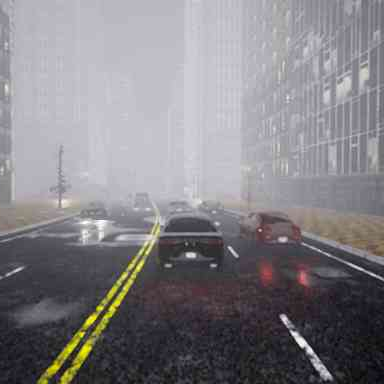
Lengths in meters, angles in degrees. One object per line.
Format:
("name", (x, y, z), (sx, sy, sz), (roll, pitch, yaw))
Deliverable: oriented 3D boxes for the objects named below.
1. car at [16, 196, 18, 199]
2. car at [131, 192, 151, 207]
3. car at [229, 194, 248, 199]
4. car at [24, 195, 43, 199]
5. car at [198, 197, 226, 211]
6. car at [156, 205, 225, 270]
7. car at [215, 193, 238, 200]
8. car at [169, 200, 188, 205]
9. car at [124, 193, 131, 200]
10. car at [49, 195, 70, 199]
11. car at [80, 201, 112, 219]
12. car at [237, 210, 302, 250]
("car", (-41.843, 0.973, 75.428), (4.313, 1.339, 1.947), (0, 1, -6))
("car", (-6.835, 1.003, 45.835), (2.150, 2.045, 5.566), (0, 0, -7))
("car", (12.565, 1.173, 90.265), (4.829, 1.417, 1.752), (0, 1, -7))
("car", (-36.190, 1.033, 76.014), (4.206, 1.307, 1.802), (0, 1, -6))
("car", (1.715, 1.450, 31.654), (1.895, 1.301, 4.718), (0, 0, -6))
("car", (-0.075, 1.430, 10.910), (1.882, 1.535, 5.008), (0, 1, -1))
("car", (8.111, 1.100, 81.304), (5.009, 1.841, 2.192), (0, 1, -7))
("car", (-1.189, 1.416, 28.209), (2.033, 1.411, 5.357), (0, 0, -6))
("car", (-13.241, 0.926, 69.752), (1.882, 1.535, 5.008), (0, 0, -8))
("car", (-30.539, 1.061, 76.640), (4.313, 1.339, 1.947), (0, 1, -7))
("car", (-7.776, 1.440, 27.222), (1.994, 1.385, 4.181), (0, 0, -6))
("car", (3.087, 1.466, 13.859), (1.812, 1.442, 4.674), (0, 0, -2))
